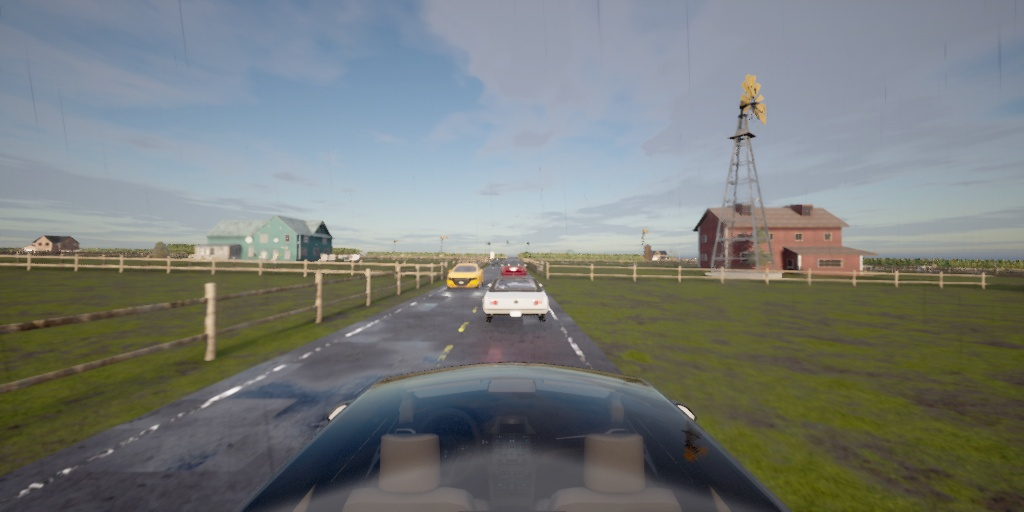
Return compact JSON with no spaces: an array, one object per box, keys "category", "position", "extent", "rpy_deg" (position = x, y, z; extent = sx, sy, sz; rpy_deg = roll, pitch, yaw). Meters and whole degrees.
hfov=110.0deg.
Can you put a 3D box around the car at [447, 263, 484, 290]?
[{"category":"car","position":[-2.816,1.209,22.462],"extent":[1.882,1.535,5.008],"rpy_deg":[0,0,0]}]

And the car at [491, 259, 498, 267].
[{"category":"car","position":[-2.666,1.273,64.831],"extent":[1.994,1.385,4.181],"rpy_deg":[0,0,1]}]

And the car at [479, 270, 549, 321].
[{"category":"car","position":[0.108,1.341,12.331],"extent":[1.895,1.301,4.718],"rpy_deg":[0,0,0]}]

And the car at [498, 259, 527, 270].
[{"category":"car","position":[0.146,1.079,29.639],"extent":[2.097,1.767,4.553],"rpy_deg":[0,0,0]}]
